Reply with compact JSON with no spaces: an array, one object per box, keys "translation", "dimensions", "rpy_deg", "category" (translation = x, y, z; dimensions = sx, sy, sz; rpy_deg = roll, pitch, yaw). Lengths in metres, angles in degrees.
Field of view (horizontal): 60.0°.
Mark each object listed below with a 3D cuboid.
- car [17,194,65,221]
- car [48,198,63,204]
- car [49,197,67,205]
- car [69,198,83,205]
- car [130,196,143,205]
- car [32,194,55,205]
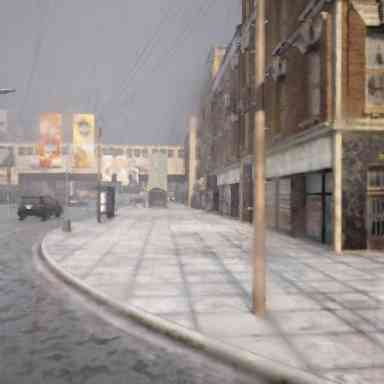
[{"translation":[-13.087,1.346,28.860],"dimensions":[2.150,2.045,5.566],"rpy_deg":[0,0,-5],"category":"car"},{"translation":[-30.730,1.932,74.864],"dimensions":[1.895,1.301,4.718],"rpy_deg":[0,0,-5],"category":"car"},{"translation":[-26.969,1.761,67.115],"dimensions":[1.882,1.535,5.008],"rpy_deg":[0,0,-5],"category":"car"},{"translation":[-23.478,1.903,67.356],"dimensions":[1.895,1.301,4.718],"rpy_deg":[0,0,-5],"category":"car"},{"translation":[-15.000,2.008,87.456],"dimensions":[2.231,1.521,4.892],"rpy_deg":[0,0,5],"category":"car"},{"translation":[-30.062,1.518,67.500],"dimensions":[2.435,2.045,5.566],"rpy_deg":[0,0,-5],"category":"car"}]
